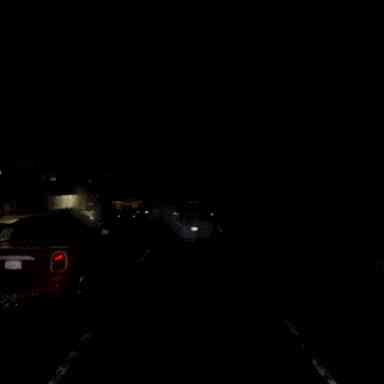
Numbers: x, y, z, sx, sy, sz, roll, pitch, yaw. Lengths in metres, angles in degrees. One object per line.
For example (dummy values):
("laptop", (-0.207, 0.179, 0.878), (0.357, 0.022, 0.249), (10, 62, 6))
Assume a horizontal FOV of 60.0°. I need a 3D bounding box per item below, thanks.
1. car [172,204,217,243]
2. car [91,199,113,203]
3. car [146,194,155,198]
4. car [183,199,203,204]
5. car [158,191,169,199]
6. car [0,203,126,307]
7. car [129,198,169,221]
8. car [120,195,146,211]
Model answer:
("car", (0.099, 1.501, 15.852), (1.994, 1.385, 4.181), (0, 0, 0))
("car", (-9.835, 1.416, 35.757), (2.033, 1.411, 5.357), (0, 0, 0))
("car", (-9.723, 1.207, 76.675), (1.994, 1.385, 4.181), (0, 0, 0))
("car", (0.107, 1.408, 31.670), (1.812, 1.442, 4.674), (0, 0, 0))
("car", (-6.473, 0.880, 76.642), (2.150, 2.045, 5.566), (0, 0, 0))
("car", (-3.177, 1.317, 8.068), (2.097, 1.767, 4.553), (0, 0, 0))
("car", (-3.156, 1.450, 25.688), (2.033, 1.411, 5.357), (0, 0, 0))
("car", (-6.583, 1.345, 35.996), (1.882, 1.535, 5.008), (0, 0, 0))
